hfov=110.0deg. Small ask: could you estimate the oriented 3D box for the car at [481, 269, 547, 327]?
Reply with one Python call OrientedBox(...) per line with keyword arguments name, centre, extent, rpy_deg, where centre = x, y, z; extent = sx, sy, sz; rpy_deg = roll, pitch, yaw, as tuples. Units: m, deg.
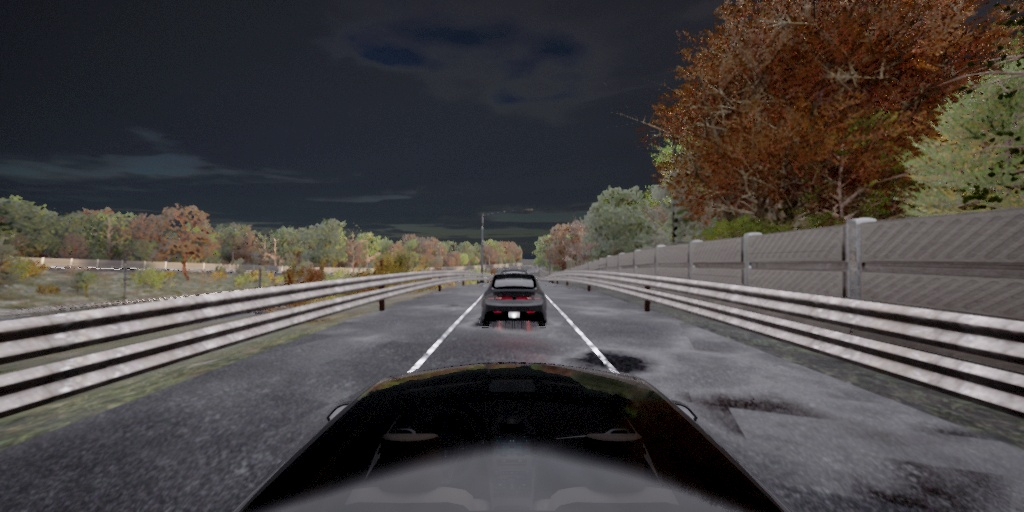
OrientedBox(name="car", centre=(0.068, 1.311, 11.704), extent=(1.837, 1.490, 4.892), rpy_deg=(0, -1, 0))
